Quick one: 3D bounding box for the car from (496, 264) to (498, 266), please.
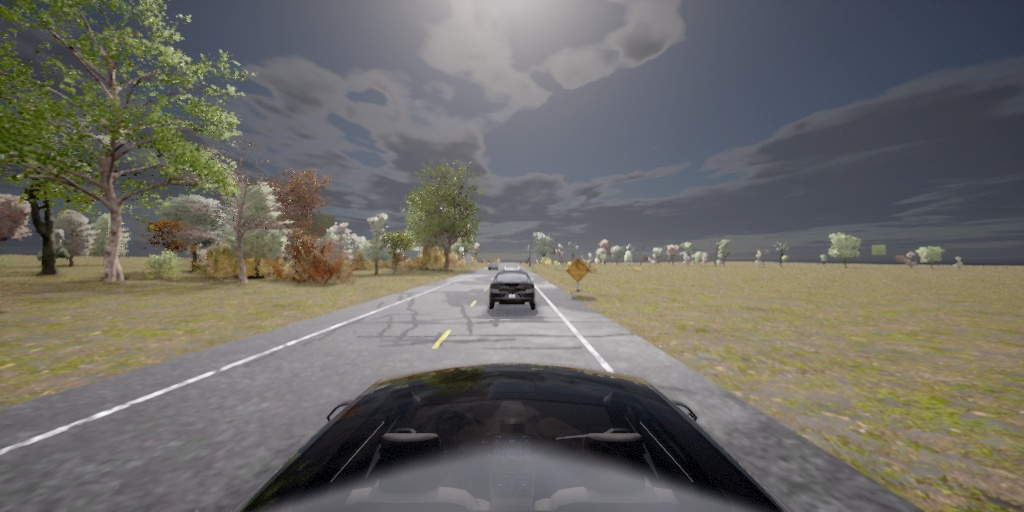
[{"bbox_3d":[0.014,1.561,30.347,2.128,1.511,4.902,0,-1,0],"label":"car"}]

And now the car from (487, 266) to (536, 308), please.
[{"bbox_3d":[0.023,1.386,16.104,1.882,1.535,5.008,0,0,0],"label":"car"}]

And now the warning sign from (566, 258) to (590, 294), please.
[{"bbox_3d":[3.548,1.059,19.291,1.300,1.860,1.060,0,0,0],"label":"warning sign"}]
